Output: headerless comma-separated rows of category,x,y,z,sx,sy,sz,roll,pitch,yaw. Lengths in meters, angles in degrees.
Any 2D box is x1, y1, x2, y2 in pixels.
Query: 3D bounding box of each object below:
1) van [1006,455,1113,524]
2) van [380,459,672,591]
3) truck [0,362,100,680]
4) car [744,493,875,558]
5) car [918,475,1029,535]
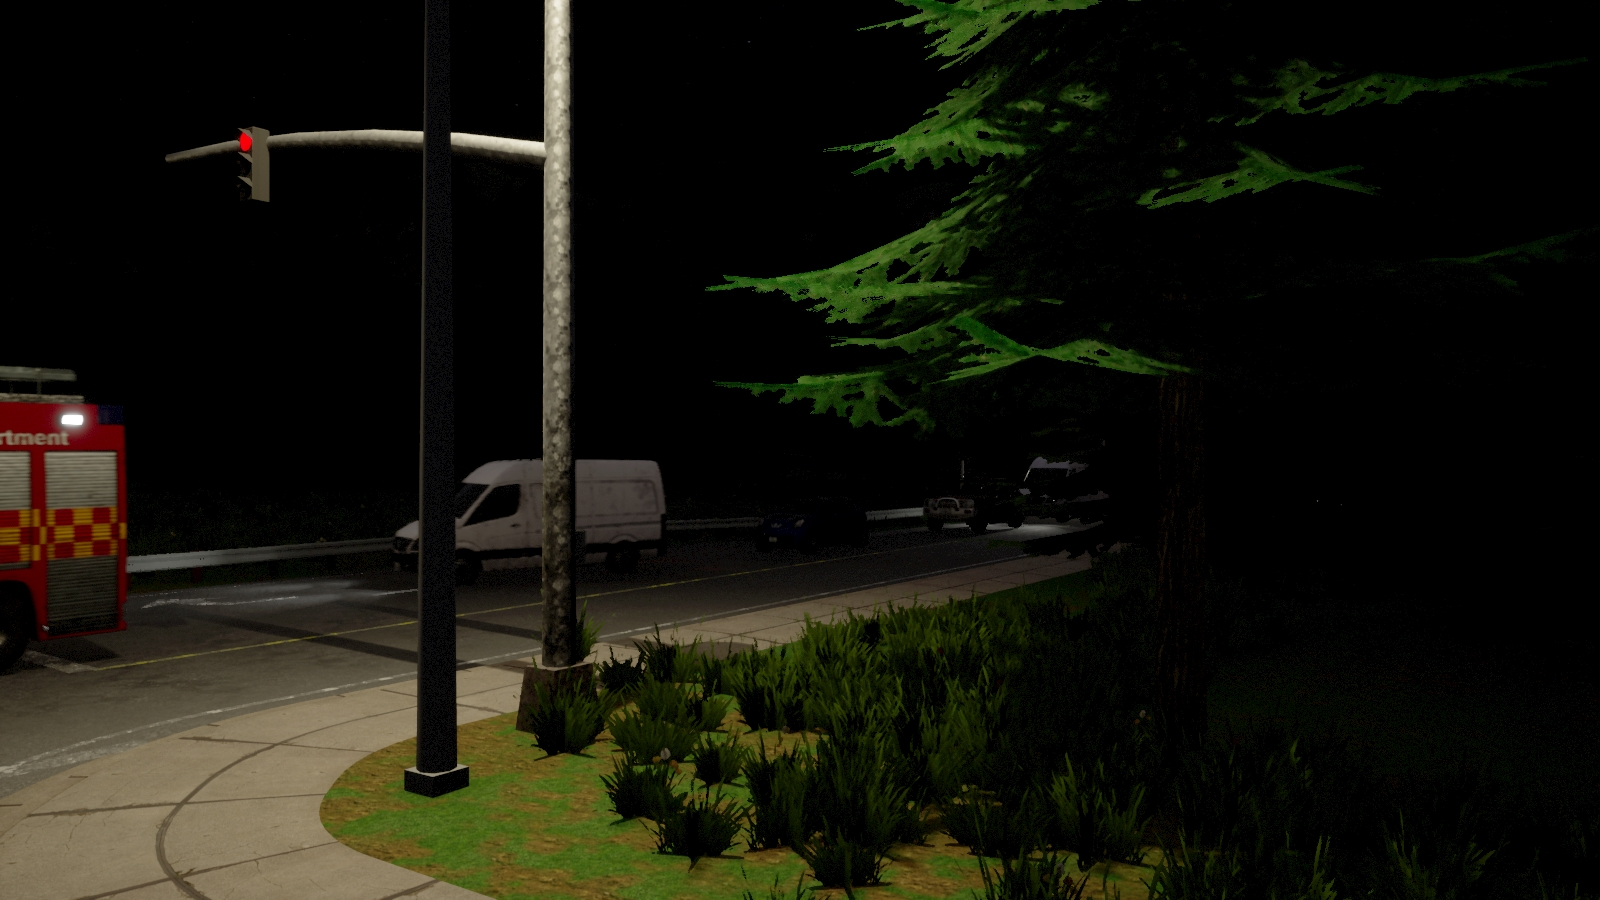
van,10.451,1.497,45.657,1.988,2.561,5.915,0,0,36
van,-5.866,1.497,25.012,5.915,2.561,1.988,0,0,-37
truck,-12.580,0.861,12.005,2.891,3.827,8.468,0,0,34
car,0.317,2.001,31.115,1.845,1.501,3.633,0,0,34
car,6.058,1.827,39.446,1.932,1.855,4.605,0,0,35
